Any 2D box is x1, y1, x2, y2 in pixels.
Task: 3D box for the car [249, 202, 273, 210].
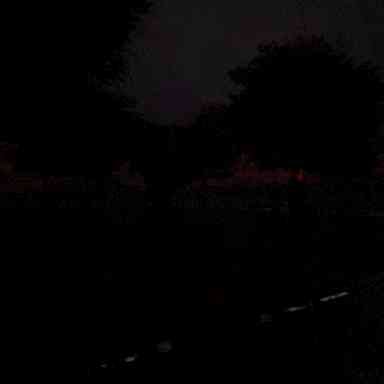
[{"bbox_3d":[13.147,2.584,64.025,2.033,1.411,5.357,-2,0,-29],"label":"car"}]
